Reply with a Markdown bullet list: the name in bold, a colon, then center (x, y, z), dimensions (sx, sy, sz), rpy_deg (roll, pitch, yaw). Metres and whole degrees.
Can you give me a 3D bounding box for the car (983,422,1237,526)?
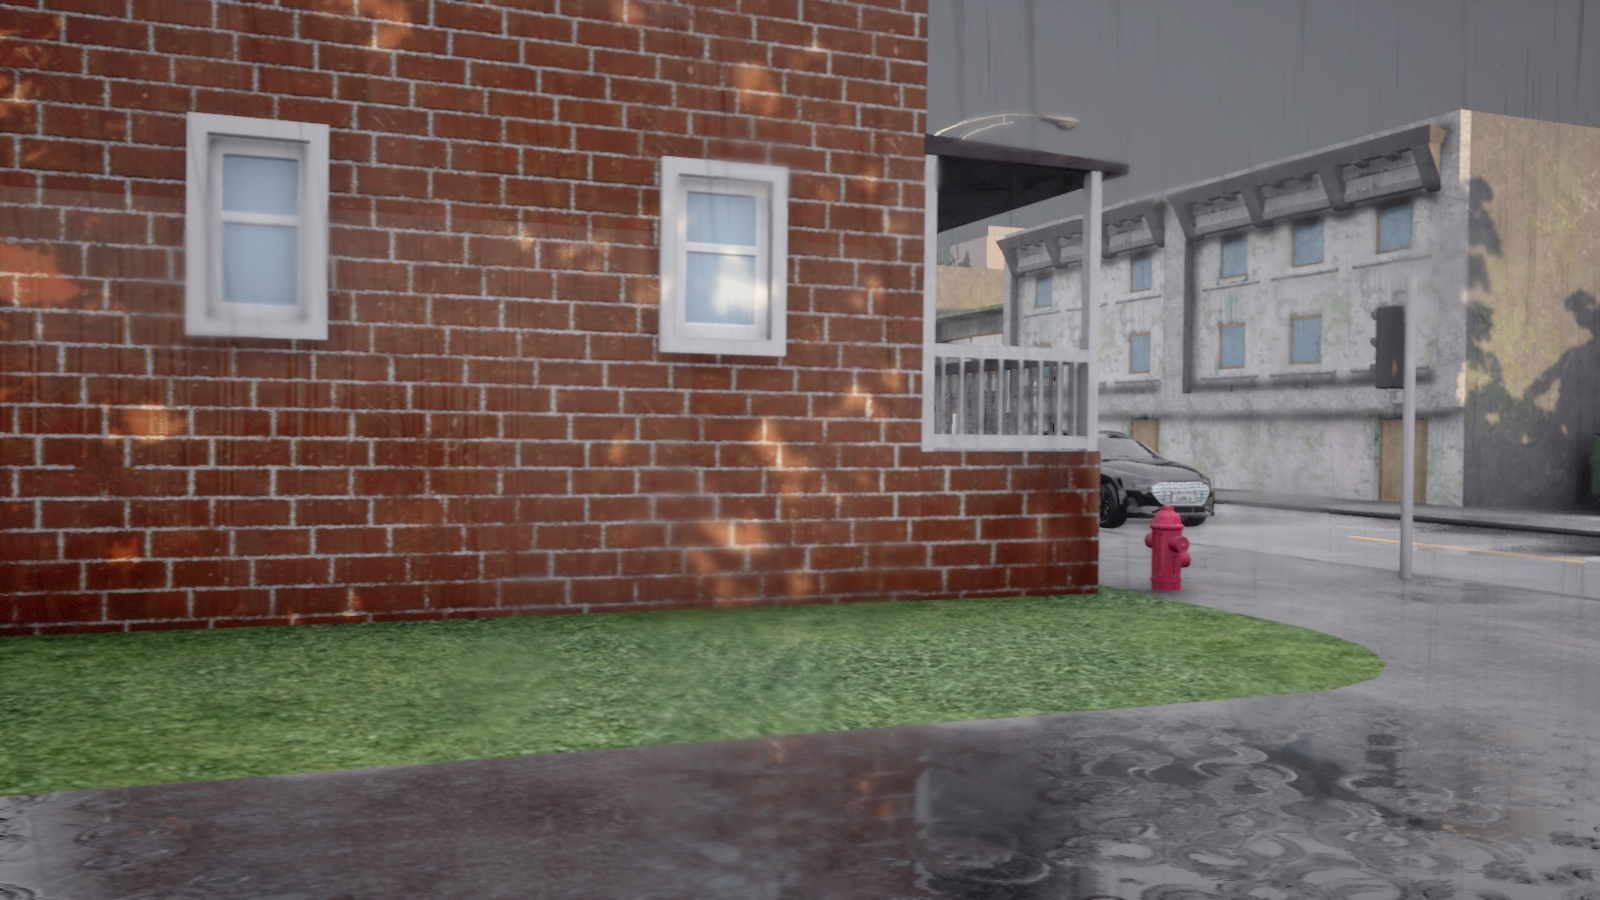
- **car**: center (5.371, 0.344, 22.542), dimensions (2.033, 1.649, 4.856), rpy_deg (-1, 1, -21)
